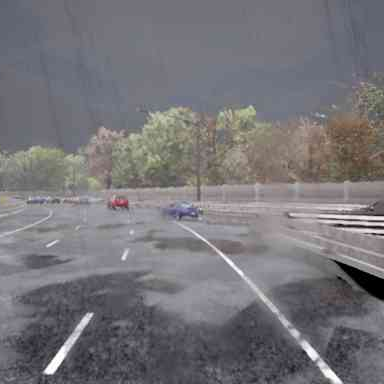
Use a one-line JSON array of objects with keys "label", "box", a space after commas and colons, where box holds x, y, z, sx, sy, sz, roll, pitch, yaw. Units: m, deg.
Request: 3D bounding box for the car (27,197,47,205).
[{"label": "car", "box": [-32.429, 1.829, 68.771, 1.882, 1.535, 5.008, 0, 0, -42]}]

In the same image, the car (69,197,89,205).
[{"label": "car", "box": [-22.749, 1.781, 67.860, 2.097, 1.767, 4.553, 0, 0, -37]}]

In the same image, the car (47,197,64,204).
[{"label": "car", "box": [-29.770, 1.842, 71.047, 1.837, 1.490, 4.892, 0, 0, -42]}]

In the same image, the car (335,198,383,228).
[{"label": "car", "box": [10.062, 1.228, 16.351, 5.566, 2.045, 2.150, -3, -2, 42]}]

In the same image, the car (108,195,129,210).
[{"label": "car", "box": [-10.353, 1.420, 46.630, 2.150, 2.045, 5.566, 0, 0, -23]}]

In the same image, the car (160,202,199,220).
[{"label": "car", "box": [-1.147, 1.623, 29.317, 1.812, 1.442, 4.674, -1, 0, -33]}]

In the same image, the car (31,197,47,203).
[{"label": "car", "box": [-39.493, 2.106, 85.781, 4.892, 1.490, 1.837, -1, 0, 40]}]

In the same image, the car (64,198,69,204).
[{"label": "car", "box": [-26.747, 1.940, 72.985, 1.895, 1.301, 4.718, 0, 0, -42]}]
